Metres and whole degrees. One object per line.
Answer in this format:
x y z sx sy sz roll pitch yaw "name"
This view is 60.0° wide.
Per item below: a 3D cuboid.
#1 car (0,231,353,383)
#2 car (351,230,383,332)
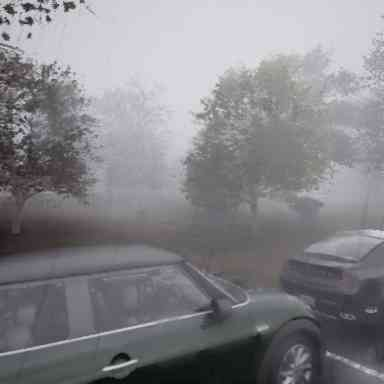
-0.625 1.368 3.613 4.553 1.767 2.185 1 -1 -33 "car"
3.931 1.547 6.860 4.892 1.521 2.231 1 -1 -33 "car"
